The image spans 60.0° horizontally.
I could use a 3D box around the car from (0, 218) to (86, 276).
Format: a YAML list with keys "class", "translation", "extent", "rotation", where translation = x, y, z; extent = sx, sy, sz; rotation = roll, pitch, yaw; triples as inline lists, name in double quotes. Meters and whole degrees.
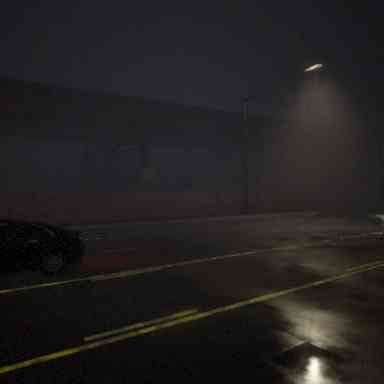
- class: "car"
  translation: [-5.350, 1.503, 8.768]
  extent: [4.892, 1.490, 1.837]
  rotation: [0, 0, -35]
